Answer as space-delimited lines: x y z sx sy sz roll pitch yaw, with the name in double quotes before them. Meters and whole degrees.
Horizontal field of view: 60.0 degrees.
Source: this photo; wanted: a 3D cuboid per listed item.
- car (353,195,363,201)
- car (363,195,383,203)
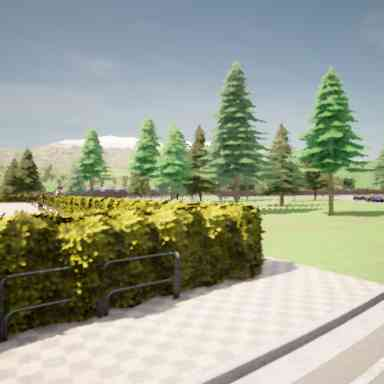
"car" 35.428 1.182 70.151 1.895 1.301 4.718 0 0 13
"car" 33.262 1.242 60.415 1.994 1.385 4.181 0 0 13
